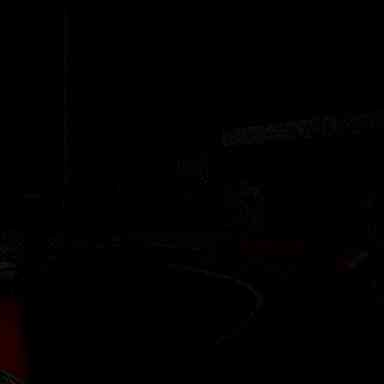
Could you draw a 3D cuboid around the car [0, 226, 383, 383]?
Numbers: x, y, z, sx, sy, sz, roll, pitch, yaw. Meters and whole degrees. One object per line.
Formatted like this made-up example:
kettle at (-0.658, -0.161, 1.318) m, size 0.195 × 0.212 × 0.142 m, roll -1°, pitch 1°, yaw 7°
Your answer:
car at (-0.621, 1.311, 3.520) m, size 5.009 × 1.841 × 2.192 m, roll 0°, pitch 0°, yaw 35°
